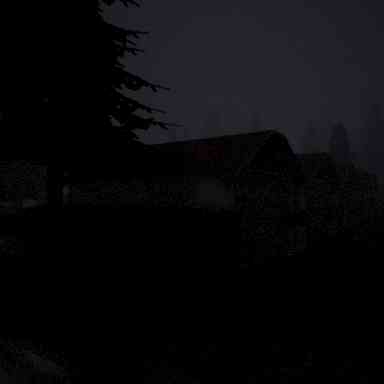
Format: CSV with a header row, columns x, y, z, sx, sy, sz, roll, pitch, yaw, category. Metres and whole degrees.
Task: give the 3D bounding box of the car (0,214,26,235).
x,y,z,sx,sy,sz,roll,pitch,yaw,category
-11.858,2.046,20.458,1.994,1.385,4.181,-1,-1,35,car
